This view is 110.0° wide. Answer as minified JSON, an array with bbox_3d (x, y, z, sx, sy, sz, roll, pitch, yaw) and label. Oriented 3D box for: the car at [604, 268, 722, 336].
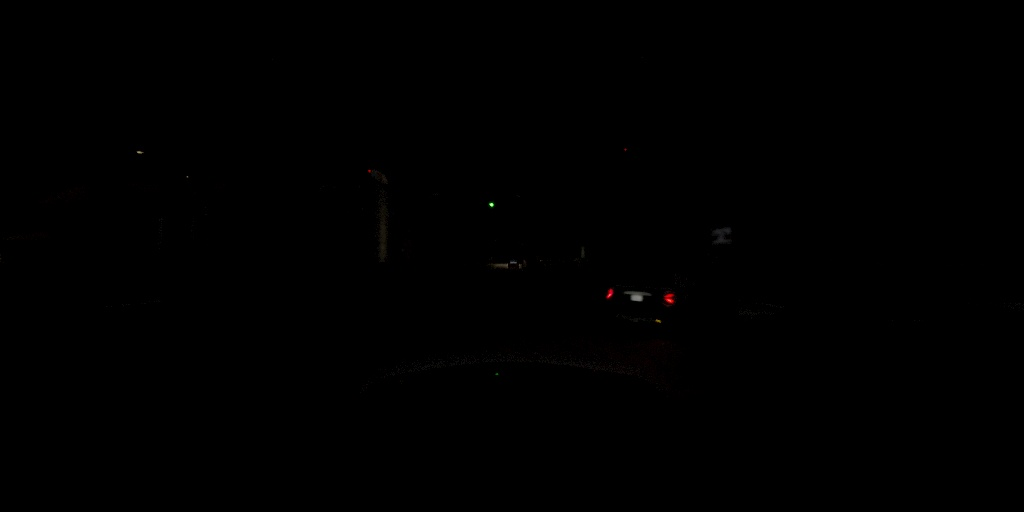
[{"bbox_3d":[4.659,1.142,10.802,2.097,1.767,4.553,0,-1,43],"label":"car"}]
